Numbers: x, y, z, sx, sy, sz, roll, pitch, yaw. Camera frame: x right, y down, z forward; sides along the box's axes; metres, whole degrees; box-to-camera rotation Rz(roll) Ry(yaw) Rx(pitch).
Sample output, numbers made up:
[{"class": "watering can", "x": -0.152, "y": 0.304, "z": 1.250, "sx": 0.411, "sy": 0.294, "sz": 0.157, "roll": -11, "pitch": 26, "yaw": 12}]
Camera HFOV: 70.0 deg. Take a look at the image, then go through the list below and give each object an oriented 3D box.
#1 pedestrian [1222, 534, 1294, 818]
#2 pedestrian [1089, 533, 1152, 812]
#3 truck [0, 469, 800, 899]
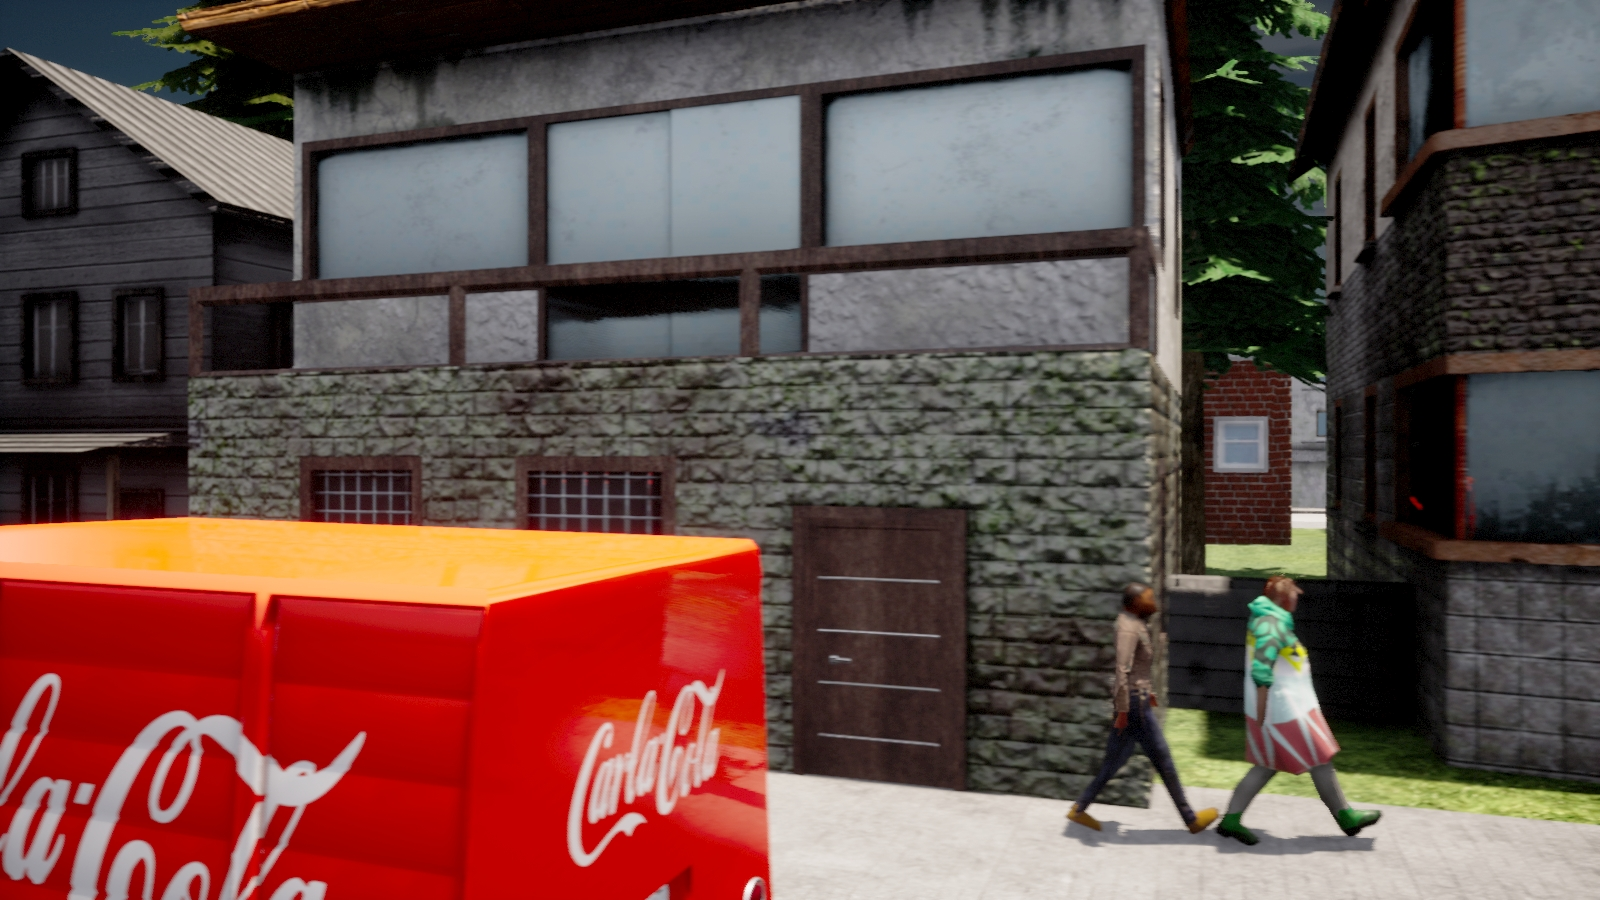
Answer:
[{"class": "pedestrian", "x": 3.134, "y": 1.525, "z": 7.838, "sx": 0.375, "sy": 1.860, "sz": 0.375, "roll": 0, "pitch": 0, "yaw": 7}, {"class": "pedestrian", "x": 2.227, "y": 1.526, "z": 7.958, "sx": 0.375, "sy": 1.860, "sz": 0.375, "roll": 0, "pitch": 0, "yaw": 9}, {"class": "truck", "x": -2.898, "y": 1.350, "z": 4.878, "sx": 5.204, "sy": 2.467, "sz": 2.627, "roll": 0, "pitch": 0, "yaw": 20}]
